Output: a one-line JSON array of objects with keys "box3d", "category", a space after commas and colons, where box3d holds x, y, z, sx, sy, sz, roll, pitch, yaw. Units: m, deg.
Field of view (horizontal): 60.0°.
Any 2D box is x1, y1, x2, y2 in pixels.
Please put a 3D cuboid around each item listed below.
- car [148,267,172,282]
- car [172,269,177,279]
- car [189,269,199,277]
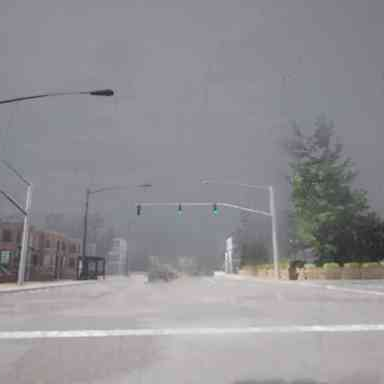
[{"box3d": [-3.468, 8.762, 35.387, 1.837, 1.490, 4.892, -1, -13, 0], "category": "car"}, {"box3d": [-3.411, 11.242, 45.338, 1.895, 1.301, 4.718, -1, -13, 0], "category": "car"}, {"box3d": [0.360, 14.900, 61.078, 2.033, 1.411, 5.357, -1, -13, 0], "category": "car"}]
